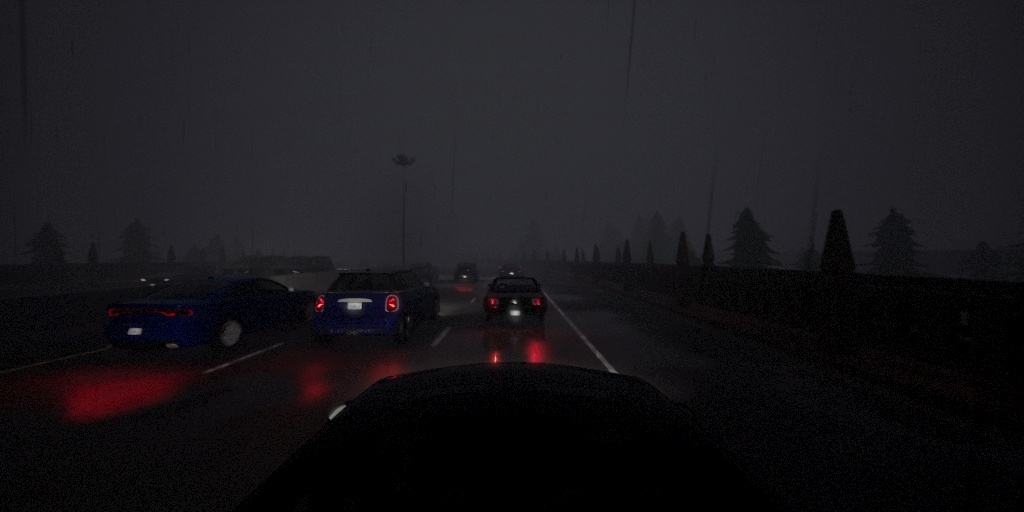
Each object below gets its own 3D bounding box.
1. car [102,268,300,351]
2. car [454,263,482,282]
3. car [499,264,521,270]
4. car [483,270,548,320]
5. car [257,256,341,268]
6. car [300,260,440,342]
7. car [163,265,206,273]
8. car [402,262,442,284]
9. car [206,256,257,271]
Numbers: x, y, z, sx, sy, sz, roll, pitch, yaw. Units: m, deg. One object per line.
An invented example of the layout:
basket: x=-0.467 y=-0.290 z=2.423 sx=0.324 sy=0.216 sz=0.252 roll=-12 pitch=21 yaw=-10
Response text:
car: x=-6.902 y=1.228 z=9.038 sx=1.882 sy=1.535 sz=5.008 roll=0 pitch=0 yaw=0
car: x=-3.577 y=1.274 z=28.810 sx=1.837 sy=1.490 sz=4.892 roll=0 pitch=0 yaw=-3
car: x=-0.138 y=1.334 z=29.939 sx=1.994 sy=1.385 sz=4.181 roll=0 pitch=0 yaw=-3
car: x=0.097 y=1.352 z=12.551 sx=1.895 sy=1.301 sz=4.718 roll=0 pitch=0 yaw=0
car: x=-14.163 y=0.984 z=24.402 sx=2.150 sy=2.045 sz=5.566 roll=0 pitch=0 yaw=-1
car: x=-3.403 y=1.103 z=9.881 sx=2.097 sy=1.767 sz=4.553 roll=0 pitch=0 yaw=0
car: x=-21.123 y=1.309 z=23.721 sx=2.033 sy=1.411 sz=5.357 roll=0 pitch=0 yaw=0
car: x=-7.064 y=1.261 z=28.595 sx=2.128 sy=1.511 sz=4.902 roll=0 pitch=0 yaw=-2
car: x=-17.671 y=0.984 z=24.893 sx=2.150 sy=2.045 sz=5.566 roll=0 pitch=0 yaw=-1
